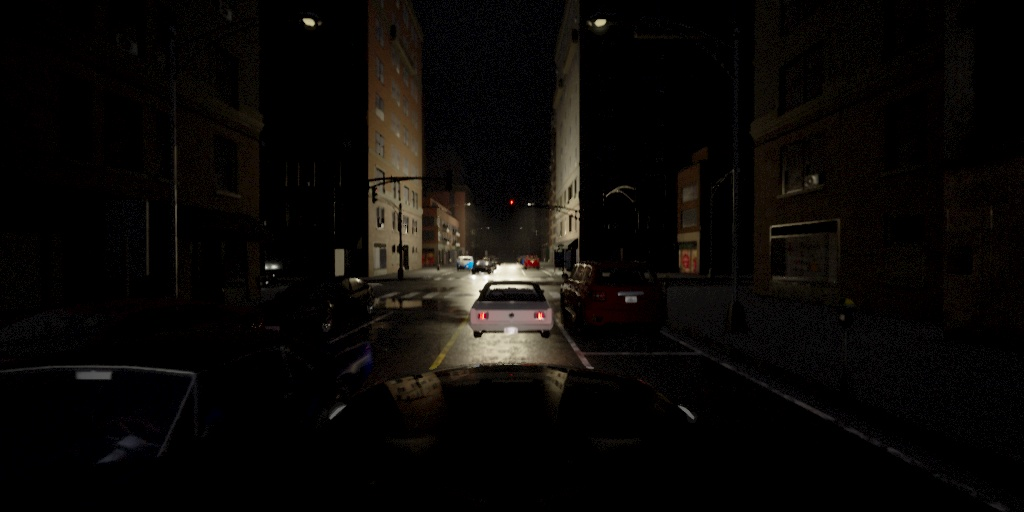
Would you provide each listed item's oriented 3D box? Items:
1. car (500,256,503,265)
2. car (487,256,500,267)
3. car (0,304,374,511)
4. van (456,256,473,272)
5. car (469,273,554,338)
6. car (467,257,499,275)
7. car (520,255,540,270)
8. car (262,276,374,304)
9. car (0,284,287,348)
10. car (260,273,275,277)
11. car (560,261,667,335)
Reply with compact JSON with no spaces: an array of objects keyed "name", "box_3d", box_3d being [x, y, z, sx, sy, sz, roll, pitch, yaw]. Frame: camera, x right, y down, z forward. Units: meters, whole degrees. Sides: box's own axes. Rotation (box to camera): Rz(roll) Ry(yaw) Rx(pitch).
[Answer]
[{"name":"car","box_3d":[-2.929,1.074,60.494,1.994,1.385,4.181,0,0,0]},{"name":"car","box_3d":[-2.952,1.070,47.246,1.837,1.490,4.892,0,0,0]},{"name":"car","box_3d":[-2.794,1.348,2.530,1.895,1.301,4.718,0,0,1]},{"name":"van","box_3d":[-5.511,0.927,42.226,1.690,1.789,3.998,0,0,0]},{"name":"car","box_3d":[-0.009,1.318,9.982,1.895,1.301,4.718,0,0,0]},{"name":"car","box_3d":[-2.911,1.154,37.164,2.033,1.411,5.357,0,0,4]},{"name":"car","box_3d":[2.588,0.878,47.654,2.192,1.841,5.009,0,0,0]},{"name":"car","box_3d":[-5.408,1.282,10.262,1.948,1.339,4.313,0,0,0]},{"name":"car","box_3d":[-5.394,1.283,4.752,1.888,1.381,4.507,0,0,0]},{"name":"car","box_3d":[-17.317,1.338,22.106,4.718,1.301,1.895,0,0,0]},{"name":"car","box_3d":[2.617,1.031,10.283,2.192,1.841,5.009,0,0,0]}]
